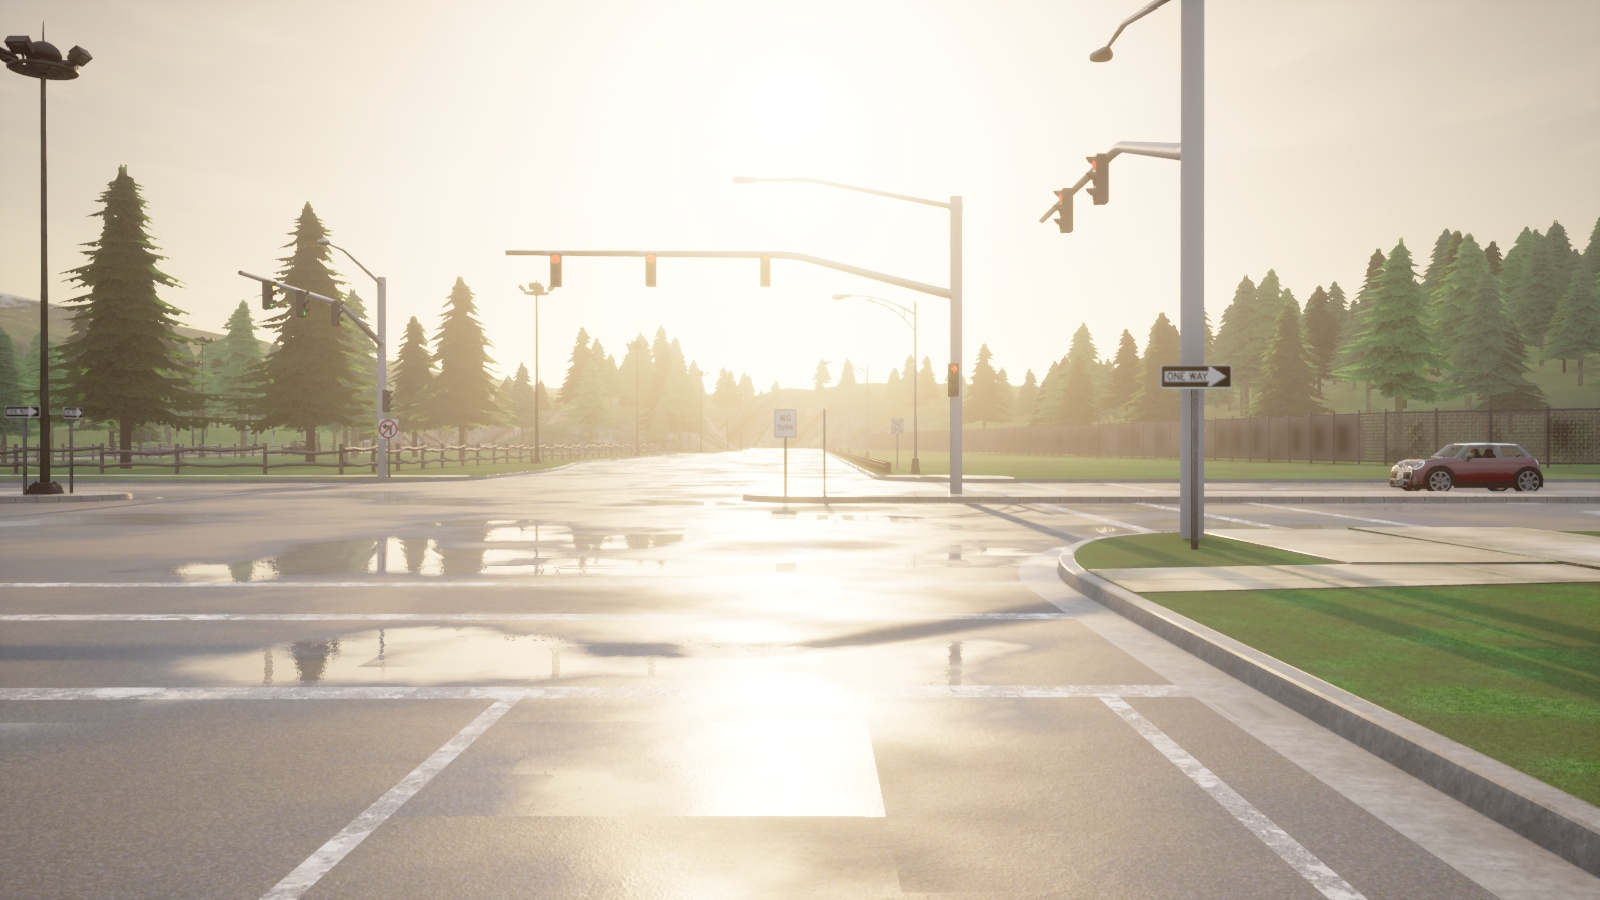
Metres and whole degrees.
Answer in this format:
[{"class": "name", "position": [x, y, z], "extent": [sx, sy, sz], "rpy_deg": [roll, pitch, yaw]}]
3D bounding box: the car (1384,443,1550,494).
[{"class": "car", "position": [19.433, 0.520, 36.738], "extent": [3.806, 1.475, 1.970], "rpy_deg": [0, 0, 1]}]
